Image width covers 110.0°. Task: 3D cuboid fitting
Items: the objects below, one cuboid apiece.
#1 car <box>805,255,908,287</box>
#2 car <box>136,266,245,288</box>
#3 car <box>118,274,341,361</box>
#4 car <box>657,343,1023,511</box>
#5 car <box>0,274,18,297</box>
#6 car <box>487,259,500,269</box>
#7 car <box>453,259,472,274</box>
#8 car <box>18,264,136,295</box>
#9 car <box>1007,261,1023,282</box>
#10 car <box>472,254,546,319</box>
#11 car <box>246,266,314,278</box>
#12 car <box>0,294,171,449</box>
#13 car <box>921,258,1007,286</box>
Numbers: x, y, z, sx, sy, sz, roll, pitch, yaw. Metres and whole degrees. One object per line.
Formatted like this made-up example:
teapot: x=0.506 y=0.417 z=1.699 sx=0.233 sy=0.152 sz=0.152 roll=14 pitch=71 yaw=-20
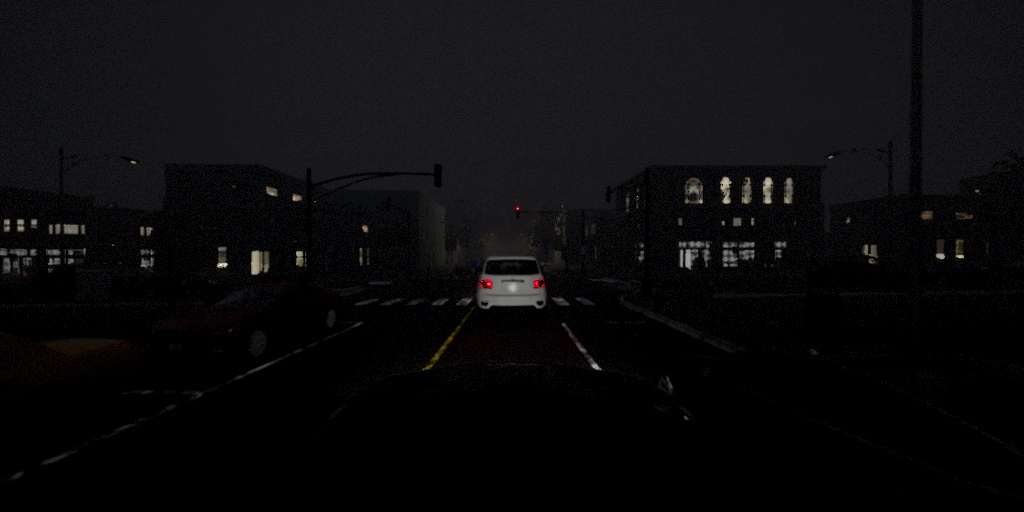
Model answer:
car: x=19.971 y=0.858 z=20.914 sx=5.009 sy=1.841 sz=2.192 roll=0 pitch=0 yaw=-1
car: x=-18.047 y=1.433 z=20.314 sx=4.097 sy=1.591 sz=1.967 roll=0 pitch=0 yaw=-1
car: x=-5.679 y=1.298 z=8.313 sx=1.888 sy=1.381 sz=4.507 roll=0 pitch=0 yaw=0
car: x=2.695 y=1.317 z=2.758 sx=1.948 sy=1.339 sz=4.313 roll=0 pitch=0 yaw=0
car: x=-29.353 y=1.676 z=20.126 sx=4.403 sy=1.370 sz=2.007 roll=0 pitch=0 yaw=-1
car: x=-2.988 y=1.258 z=58.271 sx=1.882 sy=1.535 sz=5.008 roll=0 pitch=0 yaw=1
car: x=-5.638 y=1.353 z=40.832 sx=1.802 sy=1.307 sz=4.207 roll=0 pitch=0 yaw=0
car: x=-23.699 y=1.374 z=20.220 sx=5.009 sy=1.841 sz=2.192 roll=0 pitch=0 yaw=-1
car: x=31.056 y=0.962 z=21.099 sx=4.403 sy=1.370 sz=2.007 roll=0 pitch=0 yaw=-1
car: x=-0.142 y=0.976 z=12.962 sx=2.150 sy=2.045 sz=5.566 roll=0 pitch=0 yaw=-4
car: x=-18.155 y=1.490 z=28.661 sx=4.313 sy=1.339 sz=1.948 roll=0 pitch=0 yaw=-1
car: x=-5.687 y=1.275 z=2.598 sx=1.751 sy=1.417 sz=4.829 roll=0 pitch=0 yaw=0
car: x=25.513 y=0.917 z=21.006 sx=4.097 sy=1.591 sz=1.967 roll=0 pitch=0 yaw=-1
